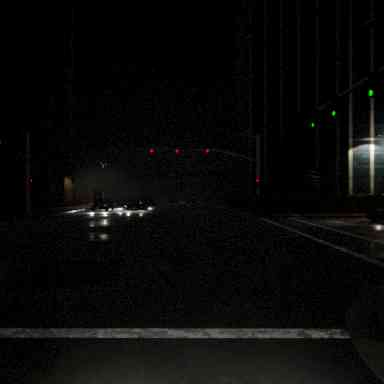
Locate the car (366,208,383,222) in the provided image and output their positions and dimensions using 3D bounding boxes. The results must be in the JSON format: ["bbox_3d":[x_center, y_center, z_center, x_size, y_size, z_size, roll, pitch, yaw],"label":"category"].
[{"bbox_3d":[15.459,1.478,24.352,5.008,1.535,1.882,0,0,-1],"label":"car"}]

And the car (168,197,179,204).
[{"bbox_3d":[-3.566,1.601,65.546,1.895,1.301,4.718,0,0,0],"label":"car"}]

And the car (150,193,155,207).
[{"bbox_3d":[-7.139,1.221,52.923,2.150,2.045,5.566,0,0,0],"label":"car"}]

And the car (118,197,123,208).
[{"bbox_3d":[-10.641,1.491,49.181,2.128,1.511,4.902,0,0,0],"label":"car"}]

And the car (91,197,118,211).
[{"bbox_3d":[-10.619,1.526,39.912,1.812,1.442,4.674,0,0,0],"label":"car"}]

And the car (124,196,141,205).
[{"bbox_3d":[-10.606,1.491,59.970,2.128,1.511,4.902,0,0,1],"label":"car"}]

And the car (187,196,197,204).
[{"bbox_3d":[-0.065,1.526,64.979,1.812,1.442,4.674,0,0,0],"label":"car"}]

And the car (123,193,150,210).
[{"bbox_3d":[-7.141,1.352,43.421,2.097,1.767,4.553,0,0,0],"label":"car"}]
